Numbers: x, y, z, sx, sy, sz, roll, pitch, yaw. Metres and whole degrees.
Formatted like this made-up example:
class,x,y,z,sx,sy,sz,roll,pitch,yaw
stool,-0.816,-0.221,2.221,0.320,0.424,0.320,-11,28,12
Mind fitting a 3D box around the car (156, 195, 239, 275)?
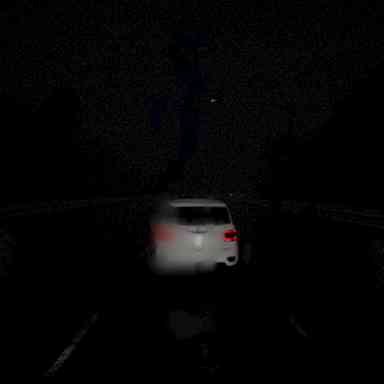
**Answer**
class,x,y,z,sx,sy,sz,roll,pitch,yaw
car,0.086,1.219,10.568,2.150,2.045,5.566,0,0,-1
